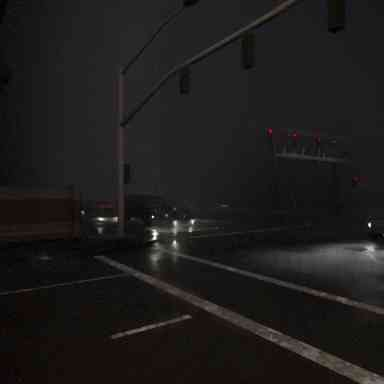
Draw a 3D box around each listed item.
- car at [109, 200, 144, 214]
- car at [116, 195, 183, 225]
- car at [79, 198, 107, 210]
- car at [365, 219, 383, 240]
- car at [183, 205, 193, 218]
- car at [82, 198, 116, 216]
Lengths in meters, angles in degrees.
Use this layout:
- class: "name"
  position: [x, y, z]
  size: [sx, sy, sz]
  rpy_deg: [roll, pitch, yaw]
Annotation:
- class: "car"
  position: [-7.144, 1.596, 35.894]
  size: [1.895, 1.301, 4.718]
  rpy_deg: [0, 0, -36]
- class: "car"
  position: [-3.316, 1.218, 24.563]
  size: [2.150, 2.045, 5.566]
  rpy_deg: [0, 0, -36]
- class: "car"
  position: [-13.348, 1.542, 44.545]
  size: [2.033, 1.411, 5.357]
  rpy_deg: [0, 0, -36]
- class: "car"
  position: [10.296, 1.595, 15.941]
  size: [4.718, 1.301, 1.895]
  rpy_deg: [0, 0, -37]
- class: "car"
  position: [-1.901, 1.347, 28.595]
  size: [2.097, 1.767, 4.553]
  rpy_deg: [0, 0, -36]
- class: "car"
  position: [-9.078, 1.474, 32.588]
  size: [1.882, 1.535, 5.008]
  rpy_deg: [0, 0, -36]
